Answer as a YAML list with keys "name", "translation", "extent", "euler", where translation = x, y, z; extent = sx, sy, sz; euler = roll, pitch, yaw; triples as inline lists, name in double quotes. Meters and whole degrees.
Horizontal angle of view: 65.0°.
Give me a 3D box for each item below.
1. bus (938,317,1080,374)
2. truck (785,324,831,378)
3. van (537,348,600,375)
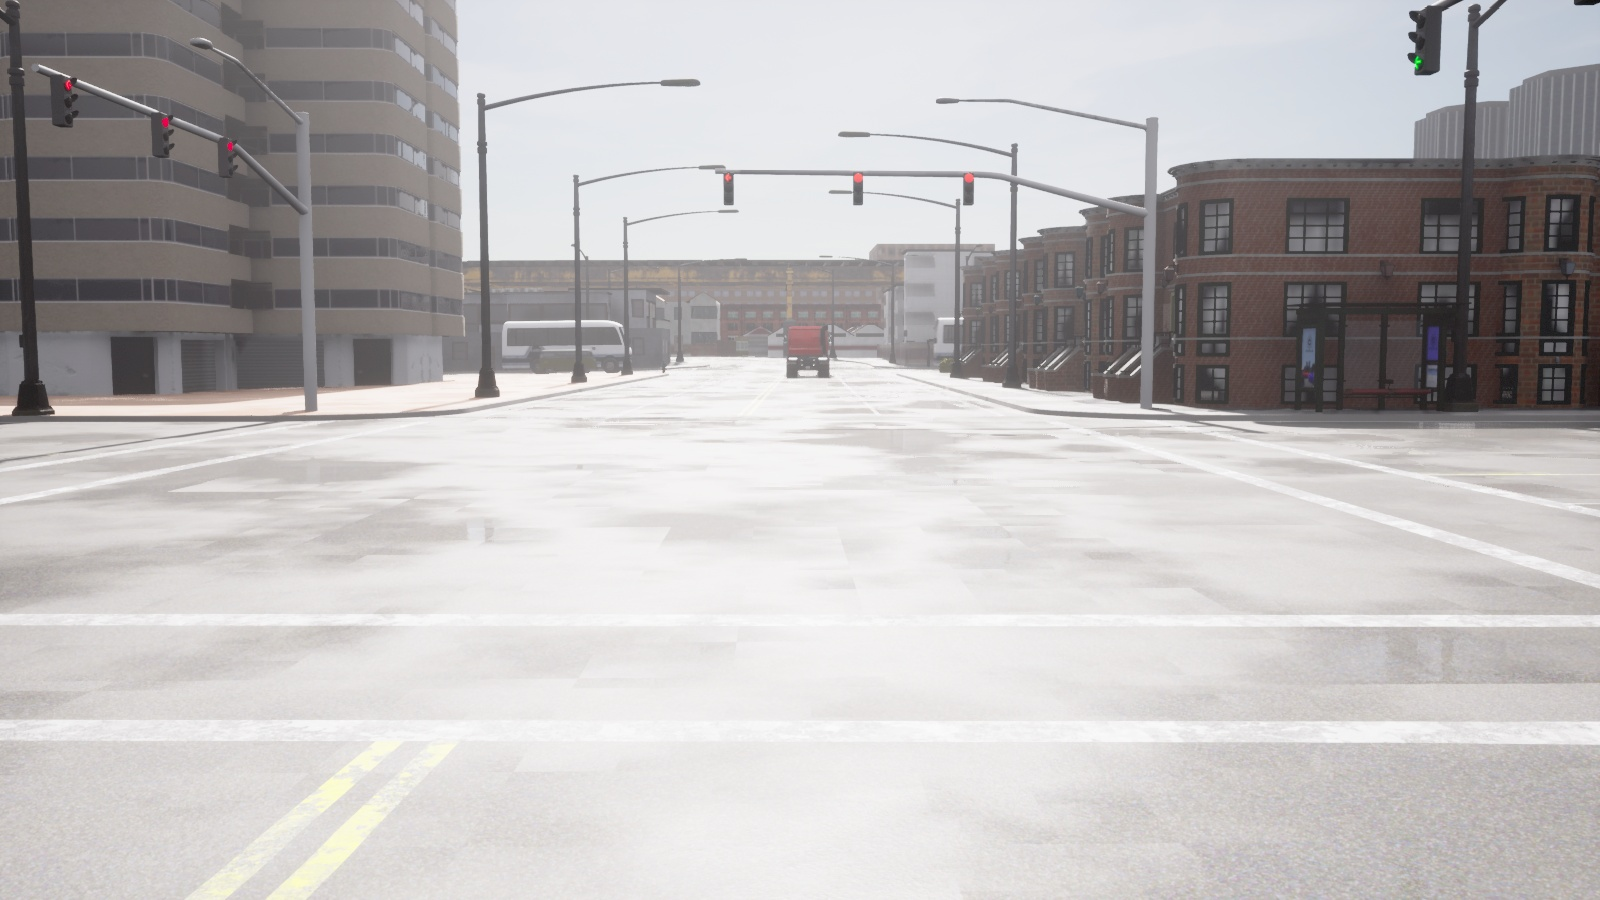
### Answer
- name: "bus"
  translation: [15.971, -8.041, 96.802]
  extent: [10.273, 4.253, 3.944]
  euler: [0, 5, 1]
- name: "truck"
  translation: [0.532, -6.605, 83.661]
  extent: [2.891, 3.462, 7.936]
  euler: [0, 5, 0]
- name: "van"
  translation: [-17.814, -6.814, 96.770]
  extent: [4.442, 1.987, 1.775]
  euler: [0, 4, -1]
